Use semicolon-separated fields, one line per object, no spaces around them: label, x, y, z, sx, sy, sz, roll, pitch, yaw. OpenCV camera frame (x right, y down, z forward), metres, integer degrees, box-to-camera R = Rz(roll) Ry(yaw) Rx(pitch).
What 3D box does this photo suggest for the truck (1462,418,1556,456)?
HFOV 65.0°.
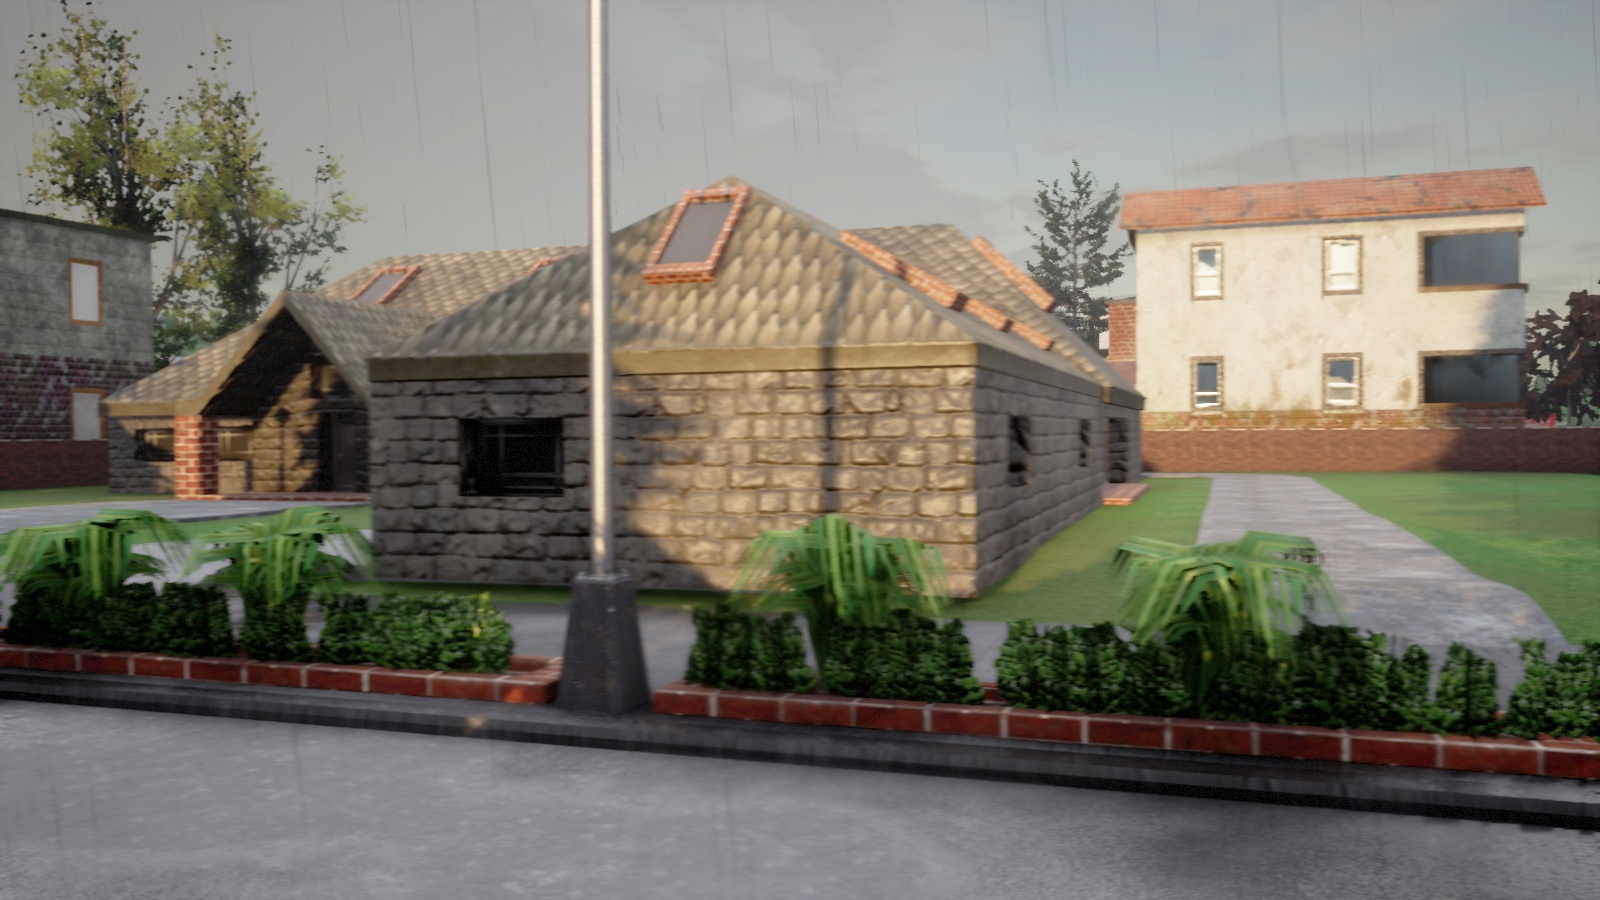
truck;47.691;-0.910;84.528;5.204;2.467;2.627;-1;2;-17
